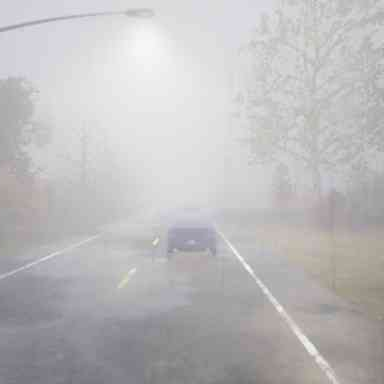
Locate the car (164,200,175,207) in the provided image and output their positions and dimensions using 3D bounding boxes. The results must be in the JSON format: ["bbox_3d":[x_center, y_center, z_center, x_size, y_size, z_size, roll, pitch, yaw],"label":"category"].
[{"bbox_3d":[-4.604,2.223,65.877,1.812,1.442,4.674,0,-1,-5],"label":"car"}]

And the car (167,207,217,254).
[{"bbox_3d":[0.013,1.636,14.218,1.882,1.535,5.008,0,0,0],"label":"car"}]
